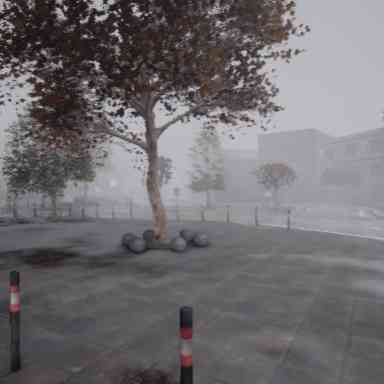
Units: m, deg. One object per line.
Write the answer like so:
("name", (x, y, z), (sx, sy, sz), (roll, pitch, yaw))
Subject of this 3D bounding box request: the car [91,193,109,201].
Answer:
("car", (-25.558, 1.278, 89.635), (5.566, 2.045, 2.435), (-1, -1, -21))

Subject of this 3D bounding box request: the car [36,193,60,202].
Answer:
("car", (-37.530, 1.453, 86.710), (5.566, 2.045, 2.435), (-1, -1, -22))

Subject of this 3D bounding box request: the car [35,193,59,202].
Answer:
("car", (-35.525, 1.349, 81.630), (5.566, 2.045, 2.435), (-1, -1, -22))

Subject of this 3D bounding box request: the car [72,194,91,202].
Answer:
("car", (-25.223, 1.448, 74.930), (2.033, 1.411, 5.357), (-1, 0, 0))

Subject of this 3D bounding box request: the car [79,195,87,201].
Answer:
("car", (-28.010, 1.508, 85.245), (1.812, 1.442, 4.674), (-1, -1, -22))
